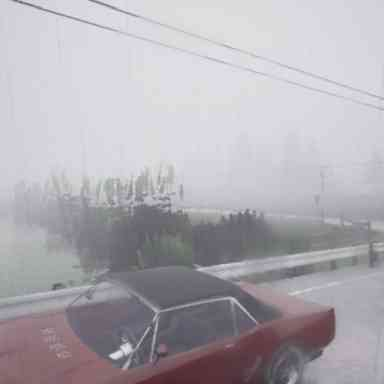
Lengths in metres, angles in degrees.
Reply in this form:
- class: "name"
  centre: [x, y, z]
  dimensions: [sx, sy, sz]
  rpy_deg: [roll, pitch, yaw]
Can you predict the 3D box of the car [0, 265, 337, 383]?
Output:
- class: "car"
  centre: [-0.588, 1.613, 3.553]
  dimensions: [4.718, 1.301, 1.895]
  rpy_deg: [1, 0, -35]
